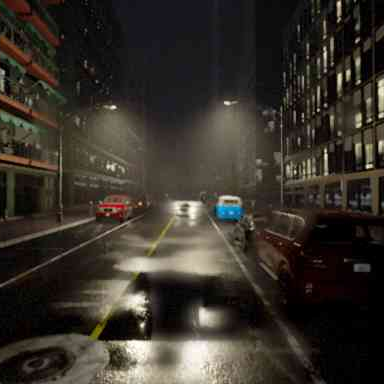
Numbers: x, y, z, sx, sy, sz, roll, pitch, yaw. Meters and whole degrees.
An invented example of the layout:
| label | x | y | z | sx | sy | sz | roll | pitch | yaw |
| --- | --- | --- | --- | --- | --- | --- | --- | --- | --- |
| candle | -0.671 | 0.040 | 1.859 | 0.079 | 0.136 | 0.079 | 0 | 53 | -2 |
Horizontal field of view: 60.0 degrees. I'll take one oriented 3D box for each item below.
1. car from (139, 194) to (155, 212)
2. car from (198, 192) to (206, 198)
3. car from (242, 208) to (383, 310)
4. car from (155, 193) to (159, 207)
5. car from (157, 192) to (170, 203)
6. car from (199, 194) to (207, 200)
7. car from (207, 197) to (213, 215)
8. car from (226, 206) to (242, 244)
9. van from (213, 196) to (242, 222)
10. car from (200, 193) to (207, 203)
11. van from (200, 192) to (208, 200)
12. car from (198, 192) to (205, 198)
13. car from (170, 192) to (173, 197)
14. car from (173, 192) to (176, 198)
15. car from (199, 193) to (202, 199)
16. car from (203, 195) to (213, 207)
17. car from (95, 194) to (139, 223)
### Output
| label | x | y | z | sx | sy | sz | roll | pitch | yaw |
| --- | --- | --- | --- | --- | --- | --- | --- | --- | --- |
| car | -5.675 | 1.134 | 36.293 | 2.192 | 1.841 | 5.009 | 1 | 0 | 0 |
| car | 2.662 | 1.174 | 70.360 | 1.887 | 1.381 | 4.507 | 1 | 0 | 0 |
| car | 2.708 | 1.278 | 7.684 | 2.192 | 1.841 | 5.009 | 1 | 0 | 0 |
| car | -5.679 | 1.229 | 41.994 | 1.967 | 1.590 | 4.097 | 1 | 0 | 0 |
| car | -5.678 | 1.008 | 59.087 | 2.192 | 1.841 | 5.009 | 1 | 0 | 0 |
| car | 2.660 | 1.129 | 81.755 | 1.947 | 1.339 | 4.313 | 1 | 0 | 0 |
| car | 2.677 | 1.416 | 30.476 | 1.947 | 1.339 | 4.313 | 1 | 0 | 0 |
| car | 2.703 | 1.486 | 13.382 | 2.008 | 1.369 | 4.403 | 1 | 0 | 0 |
| van | 2.715 | 1.220 | 24.778 | 1.690 | 1.788 | 3.998 | 1 | 0 | 0 |
| car | 2.664 | 1.293 | 53.267 | 1.947 | 1.339 | 4.313 | 1 | 0 | 0 |
| van | 2.666 | 0.937 | 76.057 | 1.690 | 1.788 | 3.998 | 1 | 0 | 0 |
| car | 2.661 | 0.937 | 93.151 | 1.967 | 1.590 | 4.097 | 1 | 0 | 0 |
| car | -5.685 | 1.194 | 70.485 | 1.947 | 1.339 | 4.313 | 1 | 0 | 0 |
| car | -5.683 | 0.811 | 93.274 | 2.192 | 1.841 | 5.009 | 1 | 0 | 0 |
| car | 2.664 | 1.260 | 58.965 | 1.947 | 1.339 | 4.313 | 1 | 0 | 0 |
| car | 2.666 | 1.371 | 41.871 | 1.802 | 1.307 | 4.206 | 1 | 0 | 0 |
| car | -5.674 | 1.193 | 24.898 | 2.192 | 1.841 | 5.009 | 1 | 0 | 0 |
